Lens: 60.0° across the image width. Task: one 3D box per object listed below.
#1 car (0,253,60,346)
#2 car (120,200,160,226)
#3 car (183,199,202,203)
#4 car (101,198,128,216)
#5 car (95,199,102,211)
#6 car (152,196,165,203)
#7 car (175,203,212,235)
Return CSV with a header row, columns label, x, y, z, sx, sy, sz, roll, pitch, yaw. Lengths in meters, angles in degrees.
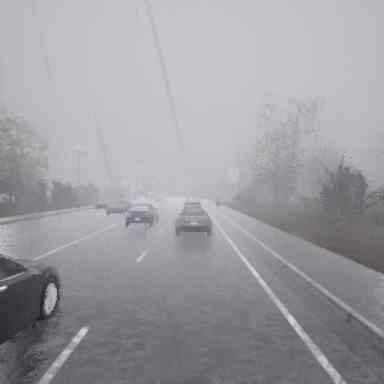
label,x,y,z,sx,sy,sz,roll,pitch,yaw
car,-3.403,1.505,4.405,1.837,1.490,4.892,0,0,0
car,-3.395,1.527,23.035,1.812,1.442,4.674,0,0,0
car,0.087,1.494,36.584,2.128,1.511,4.902,0,0,0
car,-7.107,1.509,32.779,1.837,1.490,4.892,0,0,0
car,-10.605,1.481,41.480,1.882,1.535,5.008,0,0,0
car,-7.028,1.530,72.411,1.812,1.442,4.674,0,0,0
car,0.094,1.566,18.936,1.994,1.385,4.181,0,0,0
